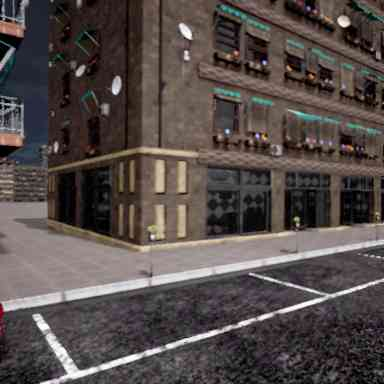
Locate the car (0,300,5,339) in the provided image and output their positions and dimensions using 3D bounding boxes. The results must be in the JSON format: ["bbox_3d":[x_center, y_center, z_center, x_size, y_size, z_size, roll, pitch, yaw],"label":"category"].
[{"bbox_3d":[-4.482,1.535,3.362,4.507,1.381,1.887,0,0,-35],"label":"car"}]
